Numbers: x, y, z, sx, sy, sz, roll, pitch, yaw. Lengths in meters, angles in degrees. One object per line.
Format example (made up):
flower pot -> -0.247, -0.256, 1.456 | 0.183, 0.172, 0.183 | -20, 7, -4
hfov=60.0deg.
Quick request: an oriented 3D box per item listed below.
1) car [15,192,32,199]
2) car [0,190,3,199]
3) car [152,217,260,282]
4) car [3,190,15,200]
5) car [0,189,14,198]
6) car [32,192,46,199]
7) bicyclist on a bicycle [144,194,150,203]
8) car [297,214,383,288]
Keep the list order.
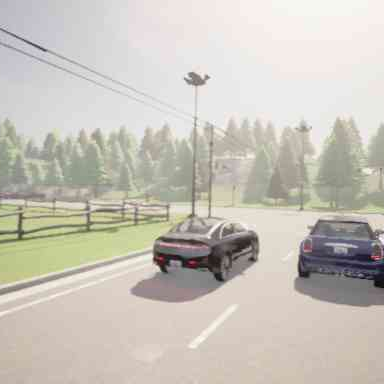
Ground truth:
car -> -33.243, 0.687, 63.405 | 4.181, 1.385, 1.994 | 2, 0, 26
car -> -35.537, 0.293, 56.739 | 5.566, 2.045, 2.150 | 2, 0, 26
car -> 0.673, 1.512, 10.056 | 2.128, 1.511, 4.902 | 2, 0, 26
car -> -34.810, 0.644, 60.276 | 4.181, 1.385, 1.994 | 2, 0, 26
car -> -40.521, 0.241, 70.877 | 4.553, 1.767, 2.097 | 2, 0, 26
car -> -31.335, 0.685, 66.368 | 4.892, 1.490, 1.837 | 2, 0, 26
bicyclist on a bicycle -> -8.034, 1.103, 59.470 | 0.582, 1.620, 1.656 | 2, 0, 26
car -> 4.575, 1.475, 10.072 | 2.097, 1.767, 4.553 | 2, 0, 26
